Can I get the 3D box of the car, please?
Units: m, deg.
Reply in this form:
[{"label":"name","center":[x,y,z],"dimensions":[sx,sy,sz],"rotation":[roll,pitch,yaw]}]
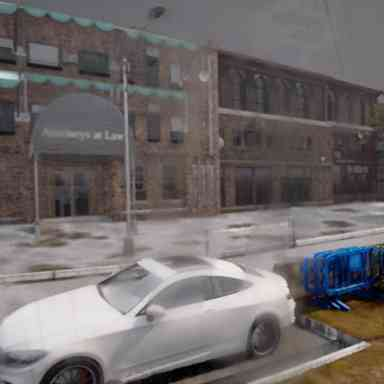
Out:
[{"label":"car","center":[-0.418,1.819,5.264],"dimensions":[4.674,1.452,2.002],"rotation":[1,1,-29]}]
